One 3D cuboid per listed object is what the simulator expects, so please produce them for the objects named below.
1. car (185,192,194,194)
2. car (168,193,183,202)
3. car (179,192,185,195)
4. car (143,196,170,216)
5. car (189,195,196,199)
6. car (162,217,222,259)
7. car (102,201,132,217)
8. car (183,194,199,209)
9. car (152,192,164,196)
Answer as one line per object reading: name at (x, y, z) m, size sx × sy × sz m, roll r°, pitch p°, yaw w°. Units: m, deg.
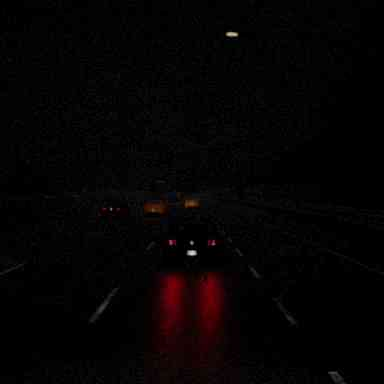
car at (0.032, 1.374, 67.998) m, size 1.837 × 1.490 × 4.892 m, roll 0°, pitch 0°, yaw 0°
car at (-3.469, 1.469, 68.011) m, size 1.895 × 1.301 × 4.718 m, roll 0°, pitch 0°, yaw 0°
car at (-3.461, 1.307, 83.957) m, size 1.882 × 1.535 × 5.008 m, roll 0°, pitch 0°, yaw 0°
car at (-3.486, 1.448, 32.033) m, size 1.882 × 1.535 × 5.008 m, roll 0°, pitch 0°, yaw 0°
car at (0.044, 1.402, 93.998) m, size 1.895 × 1.301 × 4.718 m, roll 0°, pitch 0°, yaw 0°
car at (0.005, 1.598, 12.545) m, size 1.895 × 1.301 × 4.718 m, roll 0°, pitch 0°, yaw 0°
car at (-6.987, 1.520, 31.264) m, size 2.033 × 1.411 × 5.357 m, roll 0°, pitch 0°, yaw 0°
car at (0.021, 1.415, 44.775) m, size 1.882 × 1.535 × 5.008 m, roll 0°, pitch 0°, yaw 0°
car at (-6.968, 1.090, 68.053) m, size 2.150 × 2.045 × 5.566 m, roll 0°, pitch 0°, yaw 0°
